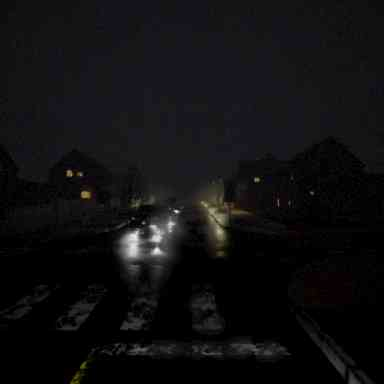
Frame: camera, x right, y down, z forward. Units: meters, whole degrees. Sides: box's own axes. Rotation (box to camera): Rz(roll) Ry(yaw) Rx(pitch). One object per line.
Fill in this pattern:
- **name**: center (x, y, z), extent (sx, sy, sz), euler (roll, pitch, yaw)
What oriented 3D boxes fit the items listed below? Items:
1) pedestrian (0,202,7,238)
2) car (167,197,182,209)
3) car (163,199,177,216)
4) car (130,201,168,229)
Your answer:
- **pedestrian**: center (-9.813, 1.380, 16.888), extent (0.375, 1.860, 0.375), euler (0, -3, -1)
- **car**: center (-2.840, 1.475, 46.197), extent (2.097, 1.767, 4.553), euler (0, 0, 0)
- **car**: center (-2.843, 1.676, 34.078), extent (1.895, 1.301, 4.718), euler (0, 0, 0)
- **car**: center (-2.850, 1.562, 21.942), extent (1.812, 1.442, 4.674), euler (0, 0, 0)
